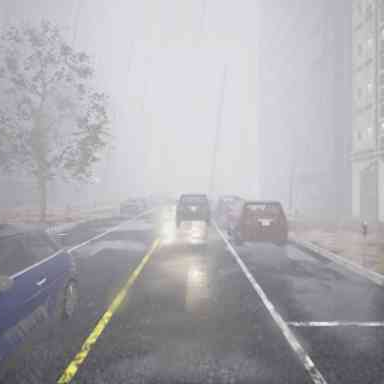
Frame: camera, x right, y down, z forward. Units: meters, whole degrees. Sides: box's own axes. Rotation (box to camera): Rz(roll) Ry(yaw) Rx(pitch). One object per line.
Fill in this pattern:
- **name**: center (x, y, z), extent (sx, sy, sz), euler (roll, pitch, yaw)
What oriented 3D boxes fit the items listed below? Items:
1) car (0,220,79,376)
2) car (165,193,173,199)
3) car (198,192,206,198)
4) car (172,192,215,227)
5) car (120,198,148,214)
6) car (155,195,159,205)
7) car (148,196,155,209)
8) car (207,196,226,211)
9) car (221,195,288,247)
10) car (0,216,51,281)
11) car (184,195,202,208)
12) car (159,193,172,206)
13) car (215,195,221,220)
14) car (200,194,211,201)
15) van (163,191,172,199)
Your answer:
- **car**: center (-3.101, 1.323, 4.124), extent (2.097, 1.767, 4.553), euler (0, 0, 0)
- **car**: center (-5.701, 0.964, 82.821), extent (1.802, 1.307, 4.206), euler (0, 0, 0)
- **car**: center (2.680, 0.777, 88.499), extent (1.967, 1.590, 4.097), euler (0, 0, 0)
- **car**: center (0.097, 1.071, 21.606), extent (2.150, 2.045, 5.566), euler (0, 1, 0)
- **car**: center (-5.693, 1.328, 31.592), extent (2.008, 1.369, 4.403), euler (0, 0, 0)
- **car**: center (-5.695, 1.231, 48.667), extent (1.802, 1.307, 4.206), euler (0, 0, 0)
- **car**: center (-5.694, 1.301, 37.285), extent (1.947, 1.339, 4.313), euler (0, 0, 0)
- **car**: center (2.687, 1.259, 37.443), extent (1.752, 1.417, 4.829), euler (0, 0, 0)
- **car**: center (2.692, 1.214, 14.504), extent (2.192, 1.841, 5.009), euler (0, 0, 0)
- **car**: center (-5.689, 1.489, 8.823), extent (2.008, 1.369, 4.403), euler (0, 0, 0)
- **car**: center (0.092, 1.190, 42.205), extent (2.128, 1.511, 4.902), euler (0, 0, 0)
- **car**: center (-3.091, 1.232, 46.259), extent (1.994, 1.385, 4.181), euler (0, 0, 0)
- **car**: center (2.690, 1.133, 25.888), extent (2.192, 1.841, 5.009), euler (0, 0, 0)
- **car**: center (2.682, 1.083, 65.734), extent (1.947, 1.339, 4.313), euler (0, 0, 0)
- **van**: center (-5.699, 0.769, 77.128), extent (1.690, 1.788, 3.998), euler (0, 0, 0)
